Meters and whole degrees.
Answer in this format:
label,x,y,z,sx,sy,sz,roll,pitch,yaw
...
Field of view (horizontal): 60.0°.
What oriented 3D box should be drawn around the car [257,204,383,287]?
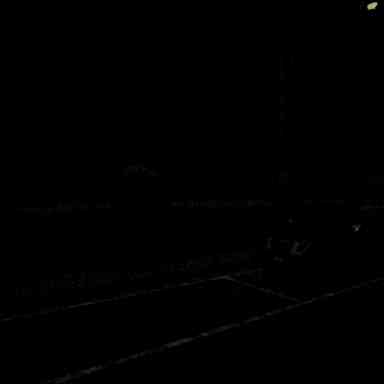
label,x,y,z,sx,sy,sz,roll,pitch,yaw
car,4.124,1.309,9.478,5.009,1.841,2.192,0,0,-36
